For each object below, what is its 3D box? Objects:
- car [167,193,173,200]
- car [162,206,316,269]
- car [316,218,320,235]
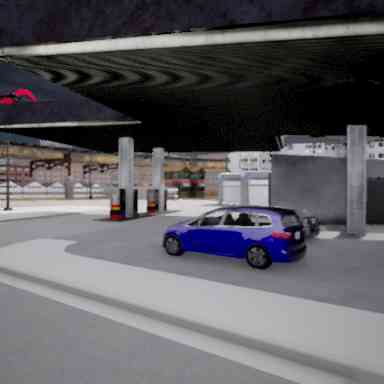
[{"bbox_3d":[-6.638,1.019,76.171,4.553,1.767,2.097,0,0,-19],"label":"car"},{"bbox_3d":[1.194,1.260,10.648,4.611,1.667,2.242,0,0,36],"label":"car"},{"bbox_3d":[3.910,1.416,15.767,3.806,1.475,1.970,0,0,36],"label":"car"}]
